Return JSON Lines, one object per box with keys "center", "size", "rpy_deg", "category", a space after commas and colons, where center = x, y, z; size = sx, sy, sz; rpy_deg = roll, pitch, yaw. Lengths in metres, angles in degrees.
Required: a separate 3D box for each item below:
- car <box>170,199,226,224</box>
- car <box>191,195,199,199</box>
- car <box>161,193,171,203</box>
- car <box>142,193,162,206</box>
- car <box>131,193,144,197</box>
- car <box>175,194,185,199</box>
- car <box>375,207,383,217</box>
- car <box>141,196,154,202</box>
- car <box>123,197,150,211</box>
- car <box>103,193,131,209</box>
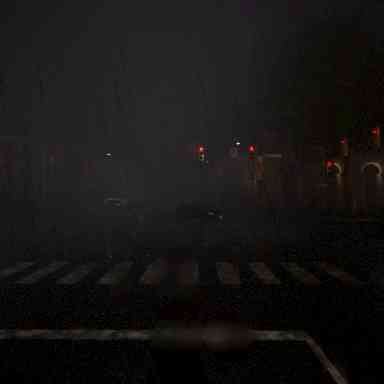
{"center": [0.515, 1.525, 25.364], "size": [1.812, 1.442, 4.674], "rpy_deg": [-1, 0, -42], "category": "car"}
{"center": [0.719, 1.450, 78.599], "size": [2.128, 1.511, 4.902], "rpy_deg": [0, 0, 1], "category": "car"}
{"center": [-6.406, 1.225, 71.497], "size": [2.150, 2.045, 5.566], "rpy_deg": [0, 0, 1], "category": "car"}
{"center": [-6.696, 1.478, 56.692], "size": [1.882, 1.535, 5.008], "rpy_deg": [0, 0, 1], "category": "car"}
{"center": [-10.133, 1.219, 62.068], "size": [2.150, 2.045, 5.566], "rpy_deg": [0, 0, 1], "category": "car"}
{"center": [-2.781, 1.279, 78.628], "size": [2.097, 1.767, 4.553], "rpy_deg": [0, 0, 1], "category": "car"}
{"center": [18.595, 1.526, 29.174], "size": [4.674, 1.442, 1.812], "rpy_deg": [0, 0, 1], "category": "car"}
{"center": [-9.857, 1.540, 74.322], "size": [2.033, 1.411, 5.357], "rpy_deg": [0, 0, 1], "category": "car"}
{"center": [-6.817, 1.601, 41.498], "size": [1.895, 1.301, 4.718], "rpy_deg": [0, 0, 0], "category": "car"}
{"center": [-10.368, 1.223, 45.632], "size": [2.150, 2.045, 5.566], "rpy_deg": [0, 0, 2], "category": "car"}
